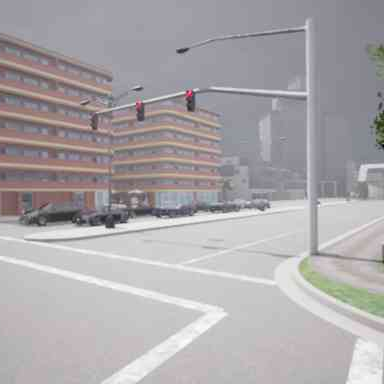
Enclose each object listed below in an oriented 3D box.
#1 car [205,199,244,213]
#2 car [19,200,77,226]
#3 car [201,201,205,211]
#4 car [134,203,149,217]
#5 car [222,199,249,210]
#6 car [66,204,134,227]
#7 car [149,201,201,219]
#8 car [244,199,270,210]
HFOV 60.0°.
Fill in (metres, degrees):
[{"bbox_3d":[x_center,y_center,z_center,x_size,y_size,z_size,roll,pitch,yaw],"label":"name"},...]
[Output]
[{"bbox_3d":[3.888,1.761,39.016,1.895,1.301,4.718,-1,0,36],"label":"car"},{"bbox_3d":[-10.536,1.539,25.198,2.097,1.767,4.553,-1,0,36],"label":"car"},{"bbox_3d":[0.384,1.735,40.156,2.033,1.411,5.357,-1,0,36],"label":"car"},{"bbox_3d":[-5.260,1.788,32.423,1.895,1.301,4.718,-1,0,36],"label":"car"},{"bbox_3d":[6.422,1.714,48.390,1.812,1.442,4.674,-1,0,36],"label":"car"},{"bbox_3d":[-6.677,1.723,24.537,1.994,1.385,4.181,-1,0,36],"label":"car"},{"bbox_3d":[-1.514,1.760,31.613,1.895,1.301,4.718,-1,0,36],"label":"car"},{"bbox_3d":[9.431,1.686,46.575,1.812,1.442,4.674,-1,0,36],"label":"car"}]
